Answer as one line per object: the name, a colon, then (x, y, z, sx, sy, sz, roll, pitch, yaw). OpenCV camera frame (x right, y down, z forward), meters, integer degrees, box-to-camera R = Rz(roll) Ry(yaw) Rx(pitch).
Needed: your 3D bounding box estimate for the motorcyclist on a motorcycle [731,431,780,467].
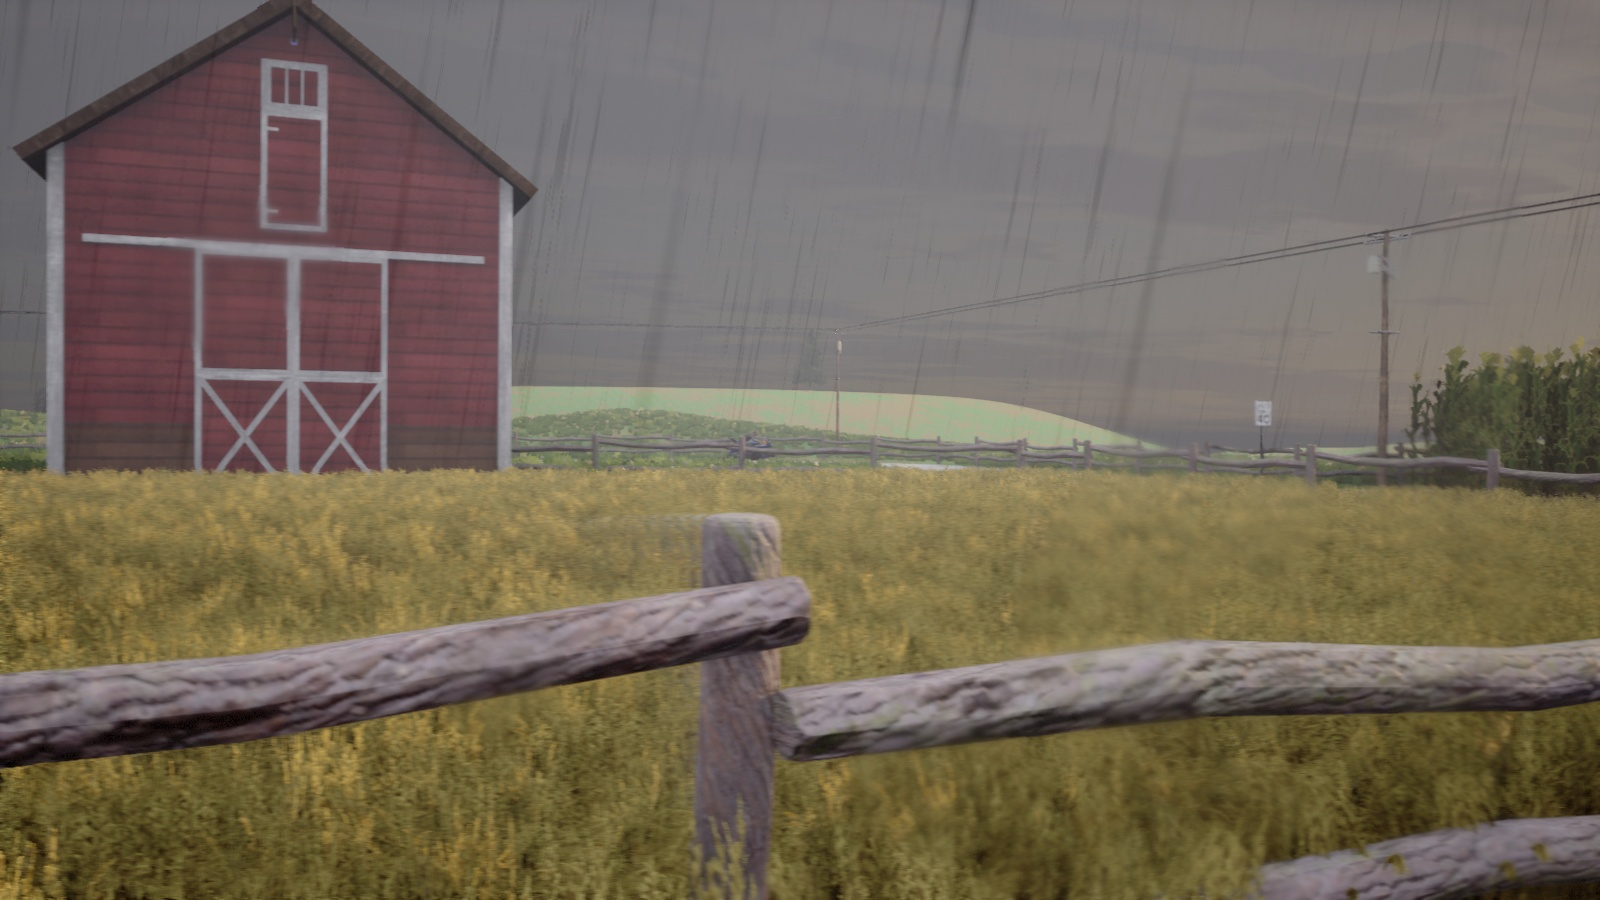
motorcyclist on a motorcycle: (-2.005, -0.064, 56.443, 2.191, 1.530, 0.866, -1, 3, -2)
